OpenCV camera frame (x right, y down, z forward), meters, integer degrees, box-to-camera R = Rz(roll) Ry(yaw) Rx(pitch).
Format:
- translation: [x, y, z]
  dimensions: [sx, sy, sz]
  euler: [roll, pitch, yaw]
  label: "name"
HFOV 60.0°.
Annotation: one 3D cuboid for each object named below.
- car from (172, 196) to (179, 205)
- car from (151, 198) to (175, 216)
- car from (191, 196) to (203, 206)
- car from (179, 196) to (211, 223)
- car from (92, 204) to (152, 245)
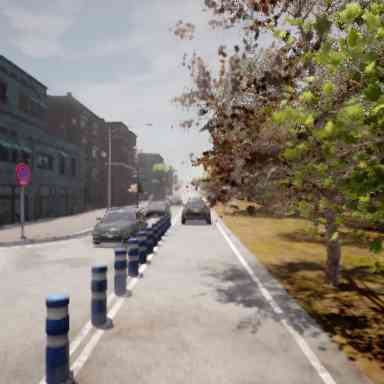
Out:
- translation: [-2.526, 1.471, 53.278]
  dimensions: [1.837, 1.490, 4.892]
  euler: [0, 0, 2]
  label: "car"
- translation: [-3.047, 1.558, 30.855]
  dimensions: [2.033, 1.411, 5.357]
  euler: [0, 0, 1]
  label: "car"
- translation: [0.795, 1.475, 54.443]
  dimensions: [1.837, 1.490, 4.892]
  euler: [0, 1, 1]
  label: "car"
- translation: [0.319, 1.371, 25.614]
  dimensions: [2.097, 1.767, 4.553]
  euler: [0, 0, 1]
  label: "car"
- translation: [-3.253, 1.530, 15.731]
  dimensions: [1.837, 1.490, 4.892]
  euler: [0, 0, 1]
  label: "car"
